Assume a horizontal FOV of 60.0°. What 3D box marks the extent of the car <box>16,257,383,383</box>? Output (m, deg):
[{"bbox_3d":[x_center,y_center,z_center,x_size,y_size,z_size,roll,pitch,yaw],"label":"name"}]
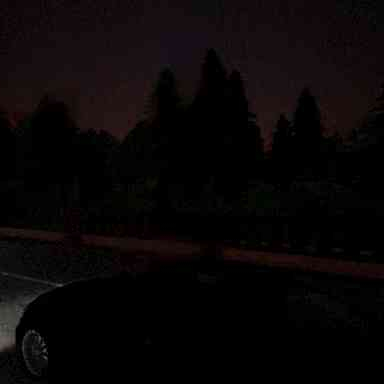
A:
[{"bbox_3d":[-0.061,1.515,3.783,4.674,1.442,1.812,0,0,34],"label":"car"}]
